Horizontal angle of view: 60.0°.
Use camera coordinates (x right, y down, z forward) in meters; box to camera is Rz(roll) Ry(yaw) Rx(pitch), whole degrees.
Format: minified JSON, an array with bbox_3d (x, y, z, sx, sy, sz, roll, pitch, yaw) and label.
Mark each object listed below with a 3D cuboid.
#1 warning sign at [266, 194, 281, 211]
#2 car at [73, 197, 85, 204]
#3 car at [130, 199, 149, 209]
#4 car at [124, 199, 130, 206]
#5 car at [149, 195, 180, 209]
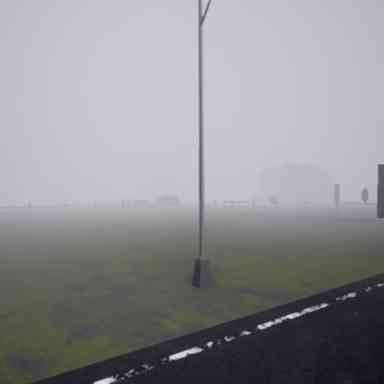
[{"bbox_3d":[9.266,1.221,37.855,1.300,1.860,1.060,2,-1,-36],"label":"warning sign"},{"bbox_3d":[-30.813,2.270,90.291,2.097,1.767,4.553,1,-1,-36],"label":"car"},{"bbox_3d":[-7.354,1.813,51.714,1.812,1.442,4.674,1,-1,-36],"label":"car"},{"bbox_3d":[-11.098,1.976,61.608,1.812,1.442,4.674,1,-1,-36],"label":"car"},{"bbox_3d":[-3.988,1.518,51.912,2.150,2.045,5.566,1,-2,-36],"label":"car"}]
